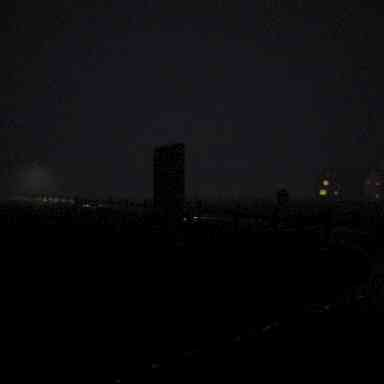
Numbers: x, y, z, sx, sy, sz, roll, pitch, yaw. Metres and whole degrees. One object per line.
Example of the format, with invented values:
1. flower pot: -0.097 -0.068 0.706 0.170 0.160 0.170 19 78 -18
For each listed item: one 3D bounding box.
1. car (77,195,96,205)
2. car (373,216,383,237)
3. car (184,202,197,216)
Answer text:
1. car: -15.211 1.113 48.097 1.812 1.442 4.674 1 0 -36
2. car: 10.155 1.559 13.608 2.128 1.511 4.902 1 0 -36
3. car: -1.355 1.401 29.259 1.994 1.385 4.181 1 0 -36
